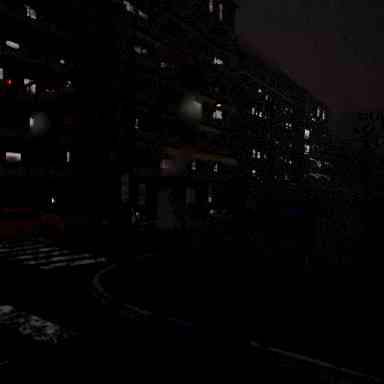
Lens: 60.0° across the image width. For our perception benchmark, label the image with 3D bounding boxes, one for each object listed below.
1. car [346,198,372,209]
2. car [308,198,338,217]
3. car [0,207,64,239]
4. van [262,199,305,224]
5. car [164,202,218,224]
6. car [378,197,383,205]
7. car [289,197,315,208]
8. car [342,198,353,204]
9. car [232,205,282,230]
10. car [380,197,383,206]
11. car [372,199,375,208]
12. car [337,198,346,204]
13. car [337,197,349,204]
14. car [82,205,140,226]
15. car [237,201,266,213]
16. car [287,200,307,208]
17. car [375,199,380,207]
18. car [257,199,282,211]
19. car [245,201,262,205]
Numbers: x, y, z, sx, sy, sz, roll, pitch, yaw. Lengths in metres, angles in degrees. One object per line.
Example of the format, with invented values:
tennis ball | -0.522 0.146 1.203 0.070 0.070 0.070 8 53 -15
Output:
car | 27.351 1.887 54.335 2.192 1.841 5.009 1 0 36
car | 14.212 1.833 36.522 1.967 1.590 4.097 1 0 36
car | -8.684 1.512 15.809 1.882 1.535 5.008 2 0 43
van | 7.643 1.643 27.616 1.690 1.788 3.998 1 0 36
car | -0.209 1.666 26.719 1.837 1.490 4.892 1 0 36
car | 47.058 2.147 81.053 2.192 1.841 5.009 1 0 36
car | 16.152 1.525 48.725 2.128 1.511 4.902 1 0 36
car | 40.216 2.213 85.896 1.752 1.417 4.829 1 0 36
car | 4.357 1.822 23.162 1.947 1.339 4.313 1 0 36
car | 37.202 2.248 67.693 1.887 1.381 4.507 1 0 36
car | 30.632 2.198 58.787 1.802 1.307 4.206 1 0 36
car | 33.747 2.169 77.127 1.947 1.339 4.313 1 0 36
car | 37.033 2.086 81.580 1.967 1.590 4.097 1 0 36
car | -5.667 1.618 23.690 2.008 1.369 4.403 1 0 36
car | 7.471 1.831 41.503 1.802 1.307 4.206 1 0 36
car | 17.325 1.966 54.862 1.802 1.307 4.206 1 0 36
car | 33.918 2.100 63.240 1.967 1.590 4.097 1 0 36
car | 10.757 1.735 45.956 1.967 1.590 4.097 1 0 36
car | 7.073 1.737 36.582 1.882 1.535 5.008 1 0 37
